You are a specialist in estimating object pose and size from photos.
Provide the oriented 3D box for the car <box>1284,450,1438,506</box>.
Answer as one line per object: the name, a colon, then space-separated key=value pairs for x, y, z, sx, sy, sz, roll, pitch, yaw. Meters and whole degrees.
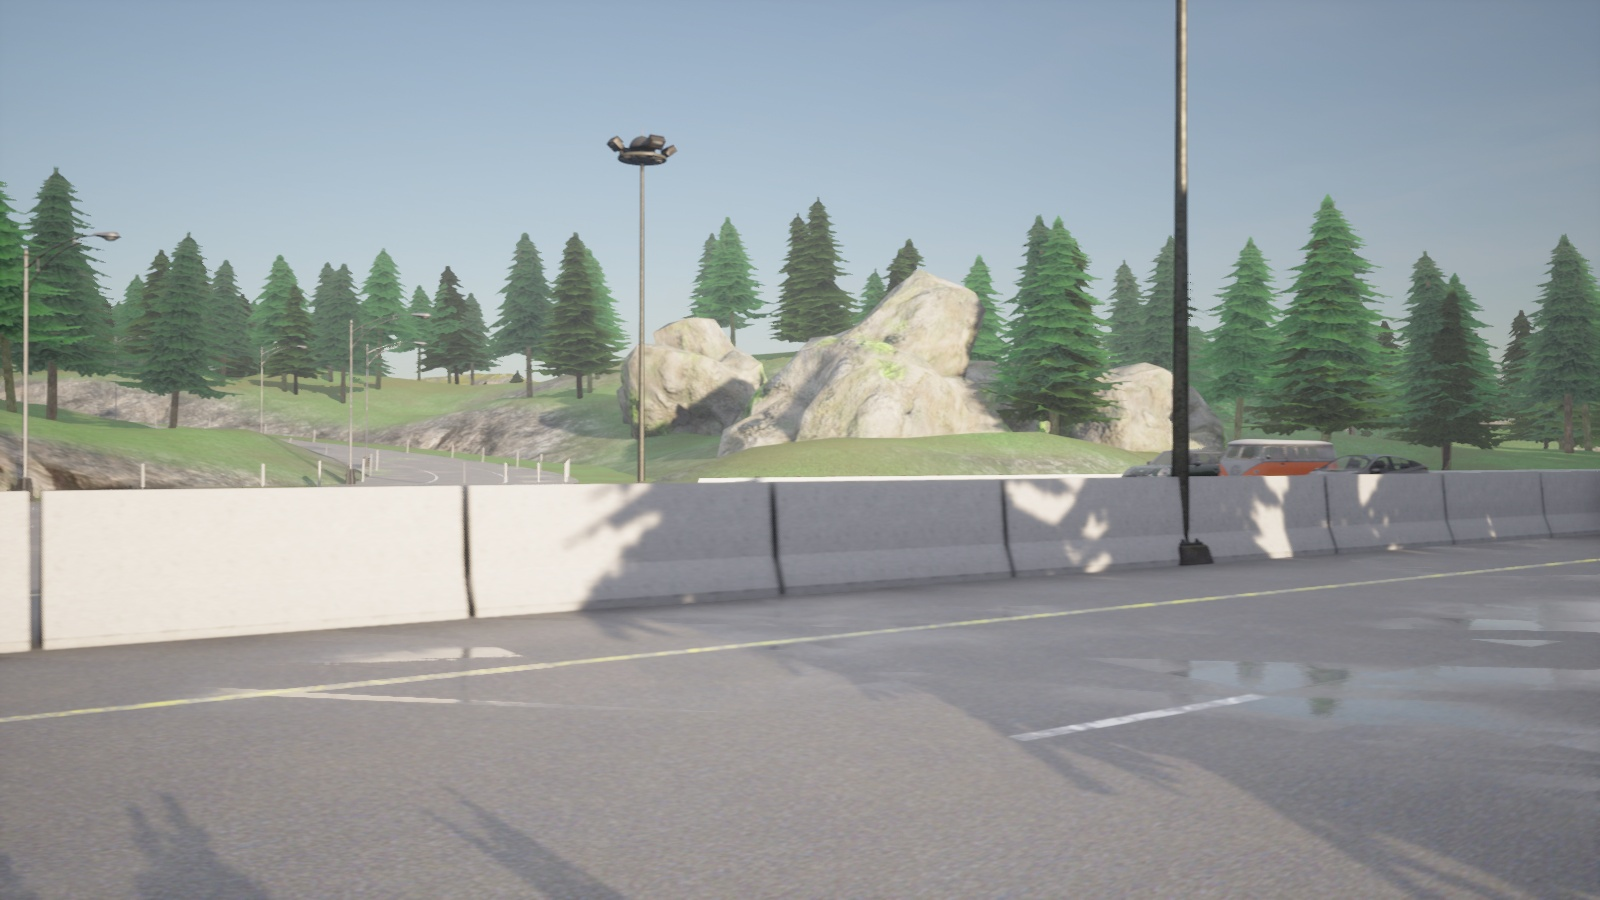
car: x=16.234 y=0.779 z=36.279 sx=4.514 sy=1.525 sz=2.007 roll=0 pitch=0 yaw=-35

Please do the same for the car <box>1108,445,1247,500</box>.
car: x=12.764 y=0.714 z=42.393 sx=4.553 sy=1.767 sz=2.097 roll=0 pitch=0 yaw=-35

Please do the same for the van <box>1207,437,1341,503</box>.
van: x=15.014 y=0.597 z=39.696 sx=4.442 sy=1.987 sz=1.775 roll=0 pitch=0 yaw=-35
